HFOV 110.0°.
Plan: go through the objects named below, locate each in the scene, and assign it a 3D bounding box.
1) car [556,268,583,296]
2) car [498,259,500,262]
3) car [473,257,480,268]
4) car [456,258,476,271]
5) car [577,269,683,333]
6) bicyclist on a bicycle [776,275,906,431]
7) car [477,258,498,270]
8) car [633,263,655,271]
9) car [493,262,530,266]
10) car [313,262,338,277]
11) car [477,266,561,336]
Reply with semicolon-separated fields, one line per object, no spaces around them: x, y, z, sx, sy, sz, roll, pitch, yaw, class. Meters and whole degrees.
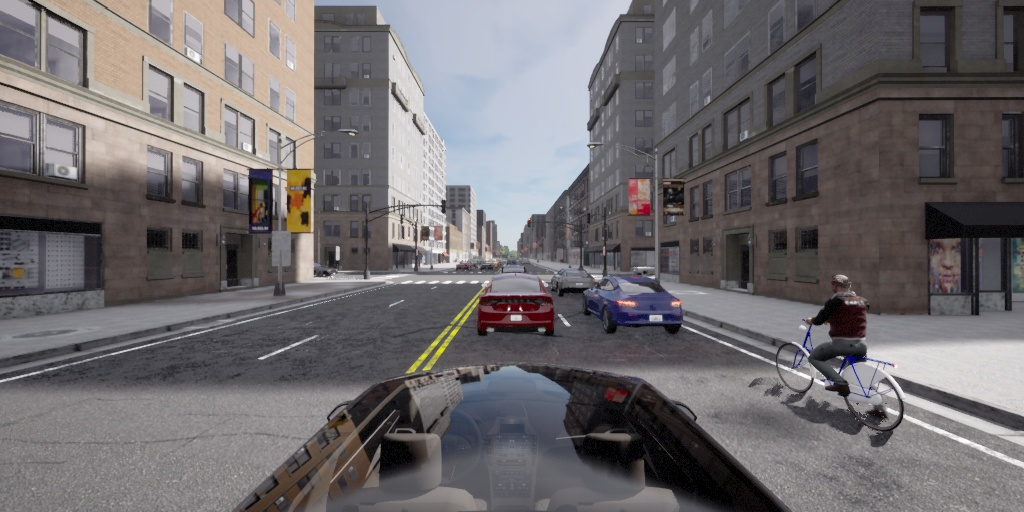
3.233;1.317;19.204;1.994;1.385;4.181;0;0;0;car
-3.391;1.247;59.822;1.882;1.535;5.008;0;0;0;car
-6.644;1.274;59.480;1.837;1.490;4.892;0;0;0;car
-6.653;1.367;50.378;1.895;1.301;4.718;0;0;0;car
3.337;1.277;10.605;1.812;1.442;4.674;0;0;0;car
4.143;1.121;4.718;0.659;1.776;1.843;0;0;0;bicyclist on a bicycle
-3.392;1.367;50.430;1.895;1.301;4.718;0;0;0;car
15.016;1.410;37.188;4.718;1.301;1.895;0;0;1;car
0.083;1.259;19.949;1.837;1.490;4.892;0;0;0;car
-19.673;1.281;34.334;5.357;1.411;2.033;0;0;0;car
0.093;1.229;10.465;1.882;1.535;5.008;0;0;0;car
